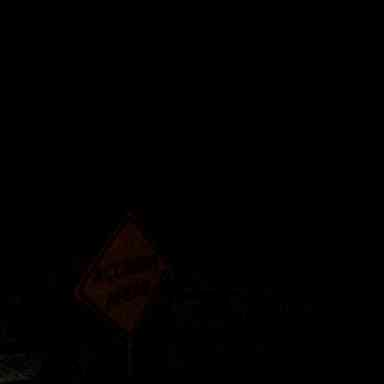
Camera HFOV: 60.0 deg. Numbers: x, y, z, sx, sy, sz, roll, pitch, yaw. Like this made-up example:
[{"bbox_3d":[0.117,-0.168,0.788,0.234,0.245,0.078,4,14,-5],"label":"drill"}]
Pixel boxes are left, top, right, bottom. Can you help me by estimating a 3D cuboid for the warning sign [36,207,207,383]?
[{"bbox_3d":[-0.656,1.124,3.371,1.060,1.860,1.300,-1,0,35],"label":"warning sign"}]
